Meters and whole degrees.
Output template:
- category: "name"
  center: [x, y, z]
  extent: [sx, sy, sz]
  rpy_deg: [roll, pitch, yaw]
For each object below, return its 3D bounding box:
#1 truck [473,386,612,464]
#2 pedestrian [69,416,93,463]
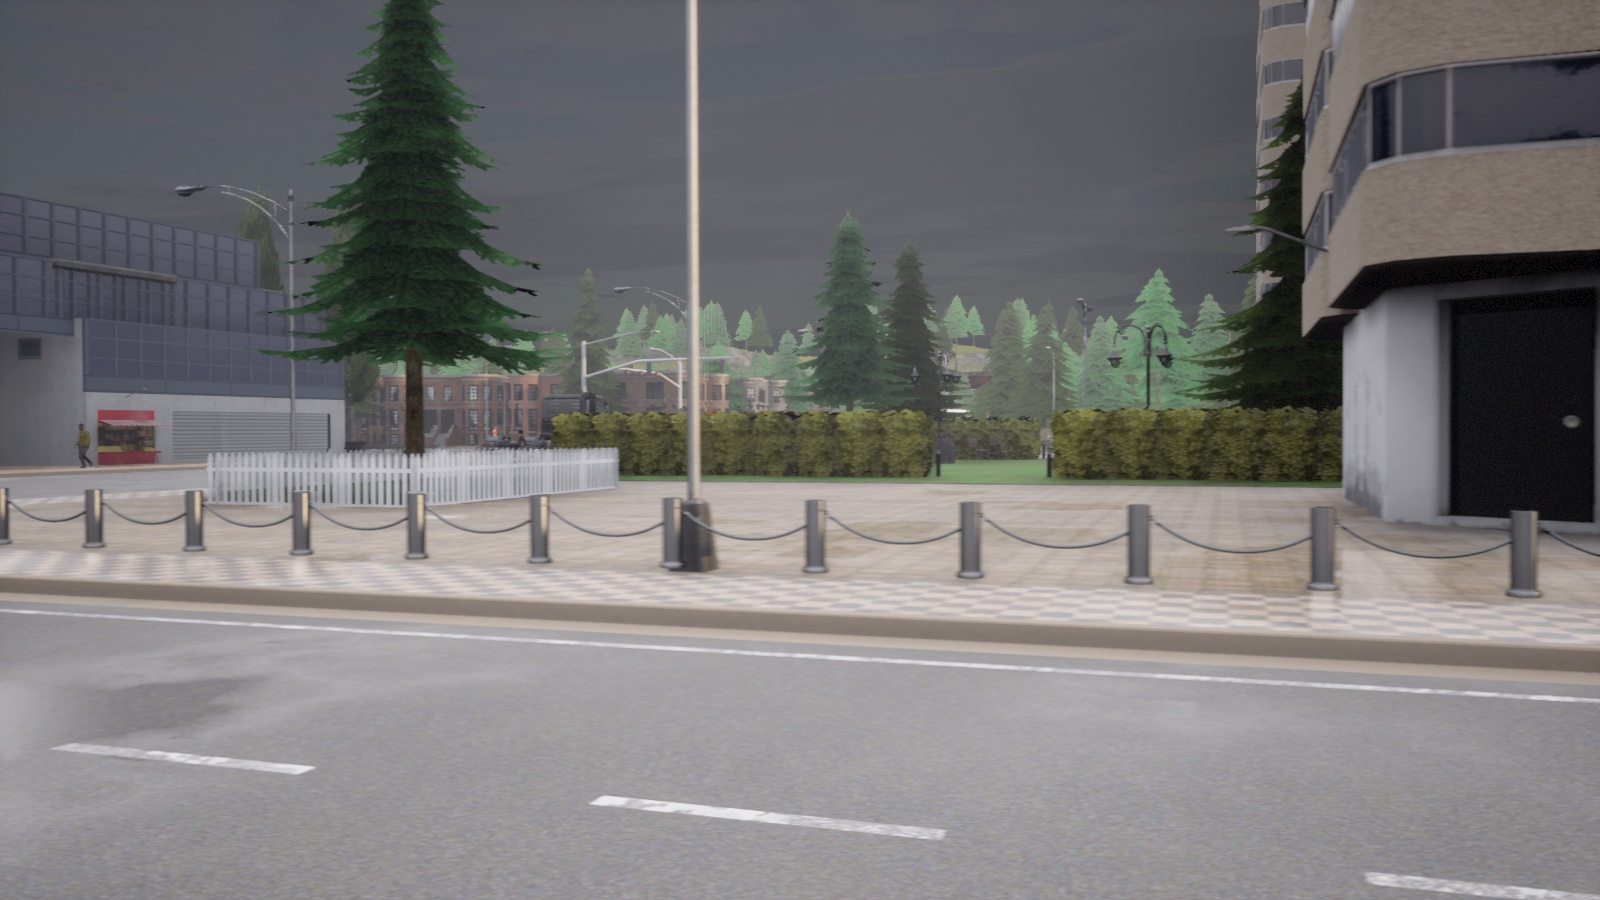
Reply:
- category: "truck"
  center: [-12.144, -1.164, 60.128]
  extent: [2.891, 3.462, 7.936]
  rpy_deg: [1, 1, 19]
- category: "pedestrian"
  center: [-28.316, -0.414, 49.482]
  extent: [0.431, 1.840, 0.709]
  rpy_deg: [1, 1, 18]
